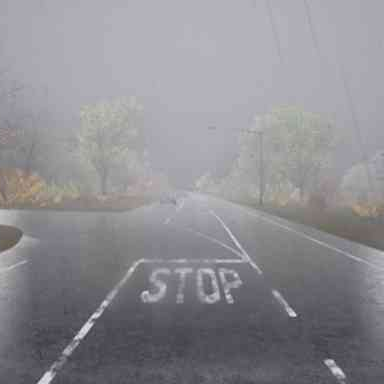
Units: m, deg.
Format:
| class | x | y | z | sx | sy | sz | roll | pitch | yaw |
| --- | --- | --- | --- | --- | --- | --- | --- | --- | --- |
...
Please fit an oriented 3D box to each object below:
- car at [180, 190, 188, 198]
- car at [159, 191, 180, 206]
| class | x | y | z | sx | sy | sz | roll | pitch | yaw |
| --- | --- | --- | --- | --- | --- | --- | --- | --- | --- |
| car | -2.321 | 0.518 | 86.582 | 2.150 | 2.045 | 5.566 | 0 | 0 | 6 |
| car | -3.193 | 0.847 | 45.880 | 2.150 | 2.045 | 5.566 | 0 | 0 | 0 |
